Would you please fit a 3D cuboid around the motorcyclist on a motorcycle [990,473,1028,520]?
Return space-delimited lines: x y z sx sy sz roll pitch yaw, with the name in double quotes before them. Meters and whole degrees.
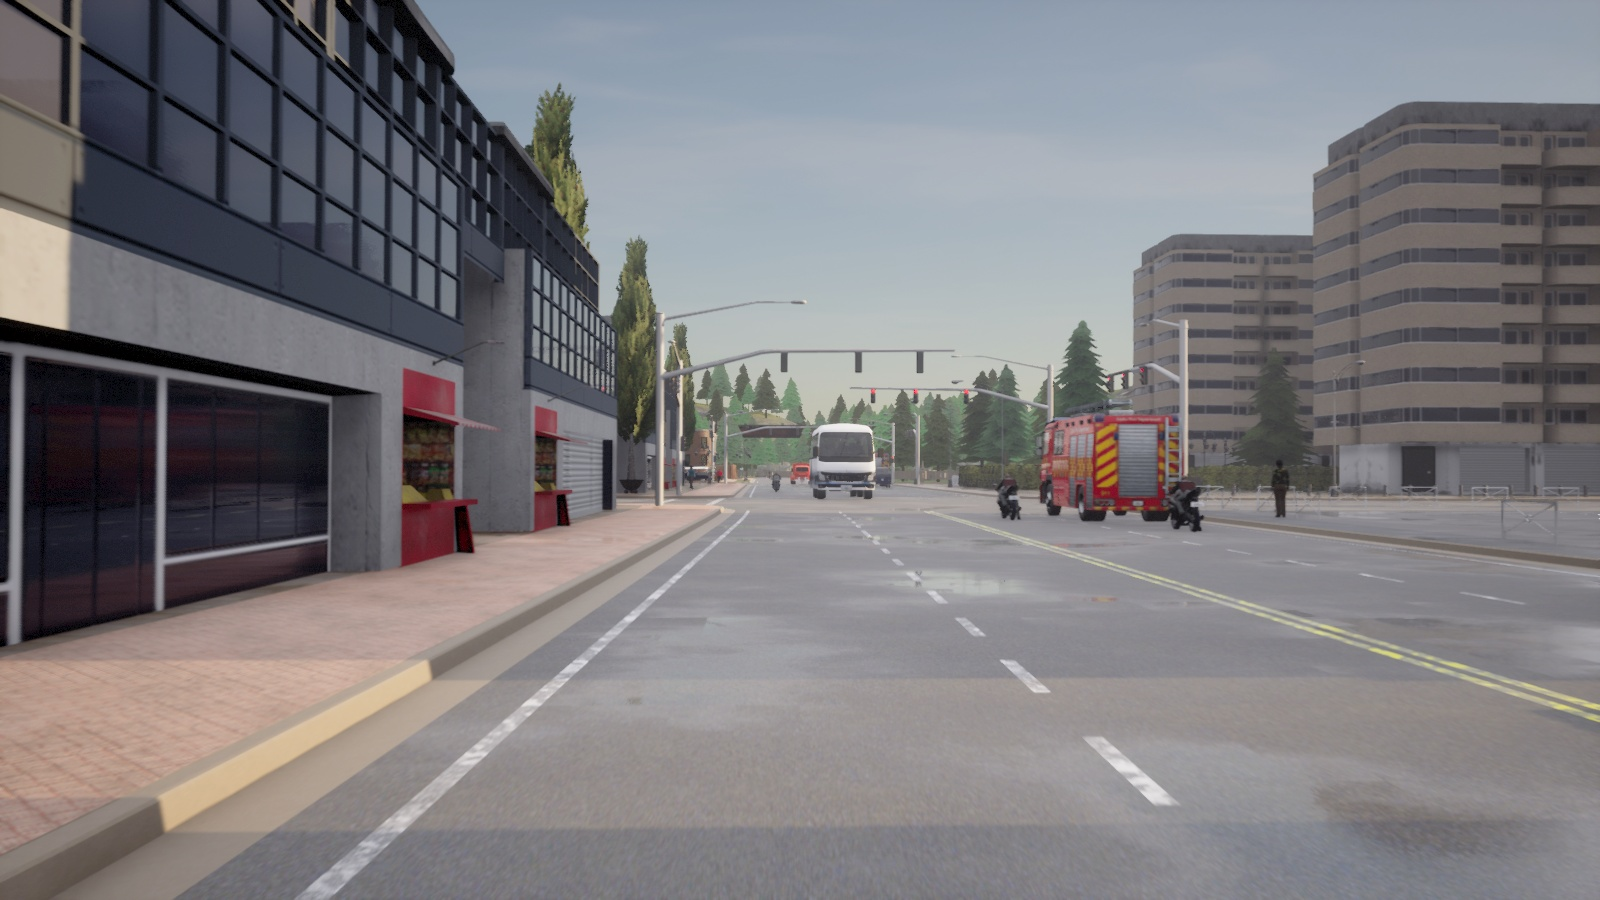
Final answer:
"motorcyclist on a motorcycle" 6.879 1.517 41.497 0.866 1.530 2.191 0 -1 0

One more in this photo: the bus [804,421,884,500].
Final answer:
"bus" 2.391 0.647 72.812 3.944 4.253 10.273 0 -1 -2

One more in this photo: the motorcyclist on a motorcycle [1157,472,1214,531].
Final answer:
"motorcyclist on a motorcycle" 10.417 1.378 34.033 0.866 1.530 2.191 0 -1 0

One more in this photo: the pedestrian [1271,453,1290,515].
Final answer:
"pedestrian" 15.238 1.079 39.850 0.395 1.930 0.692 0 -1 8

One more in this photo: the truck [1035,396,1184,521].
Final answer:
"truck" 10.356 0.329 43.024 2.891 3.827 8.468 0 -1 -1
